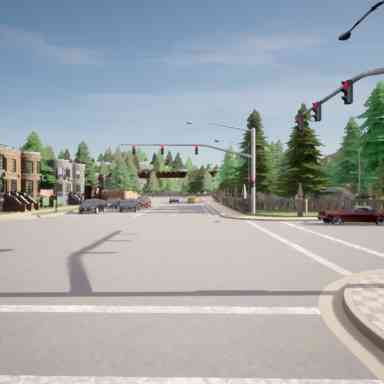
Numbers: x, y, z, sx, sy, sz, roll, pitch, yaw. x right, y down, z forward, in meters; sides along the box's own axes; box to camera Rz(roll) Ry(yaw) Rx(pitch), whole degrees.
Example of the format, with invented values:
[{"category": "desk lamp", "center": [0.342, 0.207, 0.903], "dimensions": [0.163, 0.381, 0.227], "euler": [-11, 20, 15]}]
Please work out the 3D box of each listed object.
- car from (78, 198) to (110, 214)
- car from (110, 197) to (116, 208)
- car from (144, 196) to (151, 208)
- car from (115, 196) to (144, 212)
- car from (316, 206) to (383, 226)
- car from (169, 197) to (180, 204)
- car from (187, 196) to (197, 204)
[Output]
[{"category": "car", "center": [-10.595, 1.505, 35.564], "dimensions": [1.837, 1.490, 4.892], "euler": [0, 0, 0]}, {"category": "car", "center": [-10.597, 1.491, 44.980], "dimensions": [2.128, 1.511, 4.902], "euler": [0, 0, 0]}, {"category": "car", "center": [-7.082, 1.352, 47.478], "dimensions": [2.097, 1.767, 4.553], "euler": [0, 0, 0]}, {"category": "car", "center": [-7.085, 1.505, 38.277], "dimensions": [1.837, 1.490, 4.892], "euler": [0, 0, 0]}, {"category": "car", "center": [11.176, 1.601, 22.934], "dimensions": [4.718, 1.301, 1.895], "euler": [0, 0, 2]}, {"category": "car", "center": [-3.437, 1.601, 65.254], "dimensions": [1.895, 1.301, 4.718], "euler": [0, 0, 0]}, {"category": "car", "center": [0.063, 1.477, 64.966], "dimensions": [1.882, 1.535, 5.008], "euler": [0, 0, 0]}]
